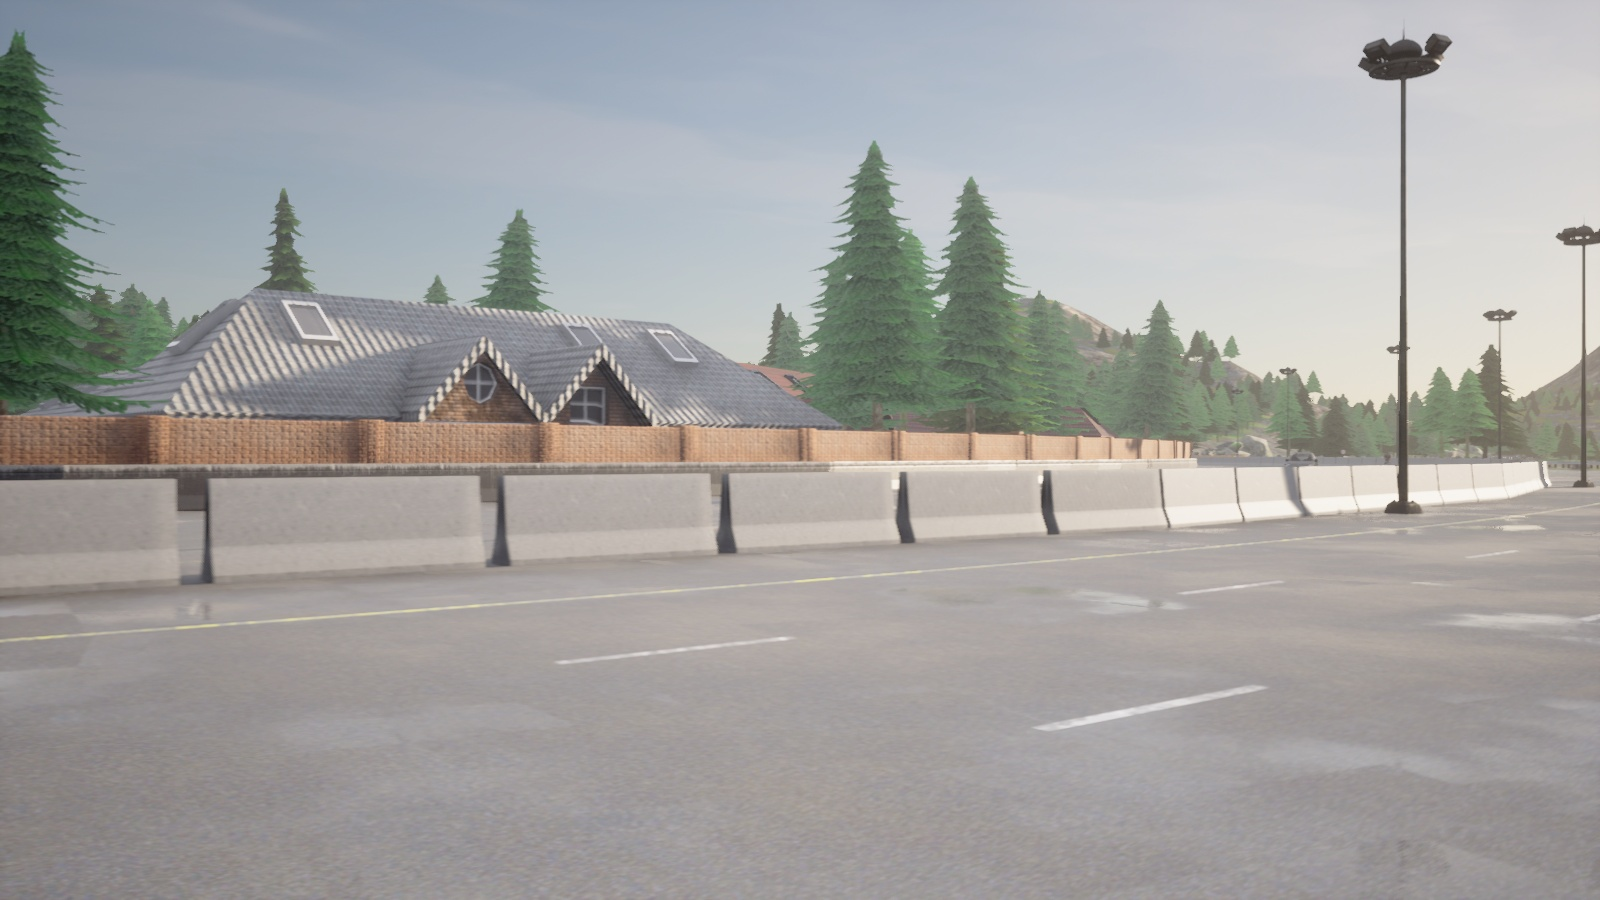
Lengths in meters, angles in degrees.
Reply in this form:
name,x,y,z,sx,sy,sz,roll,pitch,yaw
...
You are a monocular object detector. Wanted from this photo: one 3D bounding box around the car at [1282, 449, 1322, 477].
name,x,y,z,sx,sy,sz,roll,pitch,yaw
car,30.022,0.778,75.056,1.851,1.617,3.988,0,0,28
